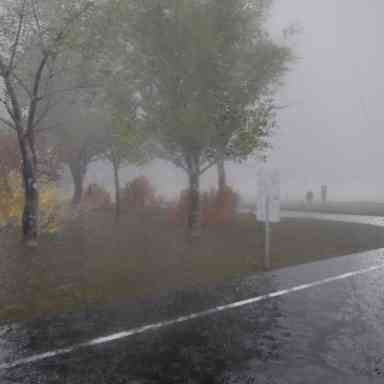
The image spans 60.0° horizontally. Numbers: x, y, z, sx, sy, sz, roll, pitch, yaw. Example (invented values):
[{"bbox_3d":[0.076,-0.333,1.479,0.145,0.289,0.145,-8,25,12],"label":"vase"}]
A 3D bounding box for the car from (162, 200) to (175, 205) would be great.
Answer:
[{"bbox_3d":[-4.330,1.651,56.816,1.994,1.385,4.181,0,0,-31],"label":"car"}]
